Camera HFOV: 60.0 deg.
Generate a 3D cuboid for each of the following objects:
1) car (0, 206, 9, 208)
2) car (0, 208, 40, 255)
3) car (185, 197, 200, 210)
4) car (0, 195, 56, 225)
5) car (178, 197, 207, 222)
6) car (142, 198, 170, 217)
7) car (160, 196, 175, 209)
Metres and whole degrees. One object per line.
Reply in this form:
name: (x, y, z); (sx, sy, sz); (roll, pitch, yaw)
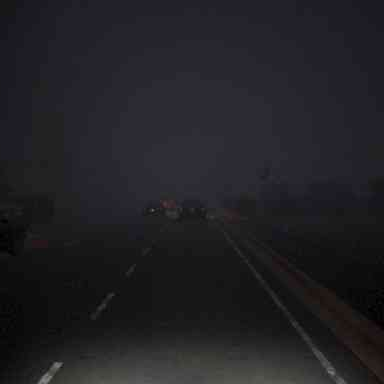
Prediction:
car: (-10.498, 1.545, 14.938); (1.994, 1.385, 4.181); (0, 0, 0)
car: (-7.041, 1.478, 10.347); (2.128, 1.511, 4.902); (0, 0, 1)
car: (0.083, 1.451, 42.188); (1.837, 1.490, 4.892); (0, 0, 0)
car: (-10.550, 1.195, 20.908); (2.150, 2.045, 5.566); (0, 0, 0)
car: (0.045, 1.318, 25.820); (2.097, 1.767, 4.553); (0, 0, 1)
car: (-3.395, 1.523, 30.417); (1.994, 1.385, 4.181); (0, 0, 0)
car: (-3.415, 1.296, 43.338); (2.097, 1.767, 4.553); (0, 0, 0)
